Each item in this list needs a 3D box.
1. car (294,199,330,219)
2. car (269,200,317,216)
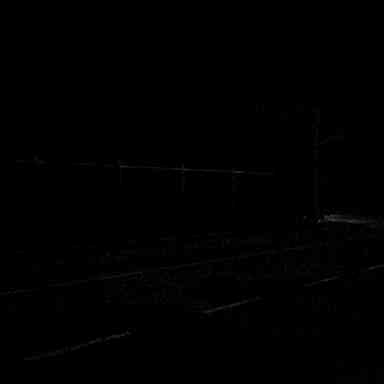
[{"bbox_3d":[9.842,1.409,29.618,2.097,1.767,4.553,0,0,-35],"label":"car"},{"bbox_3d":[10.462,1.581,34.835,1.812,1.442,4.674,0,0,-36],"label":"car"}]
